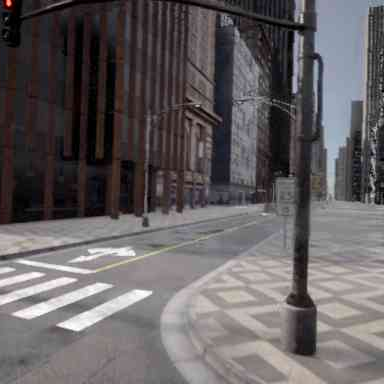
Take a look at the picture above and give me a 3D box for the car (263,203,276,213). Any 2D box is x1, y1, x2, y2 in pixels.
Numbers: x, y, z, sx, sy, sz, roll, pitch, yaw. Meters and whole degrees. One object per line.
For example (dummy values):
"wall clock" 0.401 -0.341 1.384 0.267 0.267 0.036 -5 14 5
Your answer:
"car" 11.358 2.256 47.116 1.812 1.442 4.674 2 0 23
